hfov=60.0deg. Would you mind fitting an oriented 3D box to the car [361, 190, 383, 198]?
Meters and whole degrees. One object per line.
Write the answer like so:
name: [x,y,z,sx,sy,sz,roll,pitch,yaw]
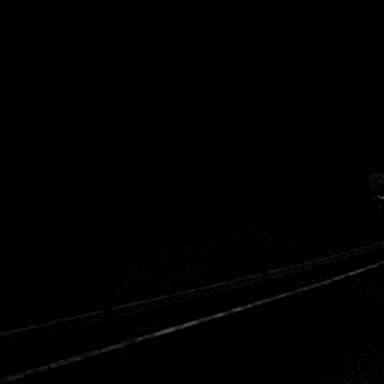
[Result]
car: [31.411,0.333,57.947,1.895,1.301,4.718,-6,-1,1]
